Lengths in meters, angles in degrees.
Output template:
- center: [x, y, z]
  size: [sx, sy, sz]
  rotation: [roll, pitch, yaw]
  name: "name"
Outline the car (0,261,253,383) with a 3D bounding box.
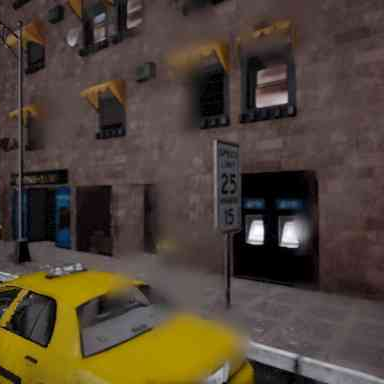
- center: [-1.694, 1.538, 4.092]
  size: [4.829, 1.417, 1.752]
  rotation: [0, -1, 36]
  name: "car"
